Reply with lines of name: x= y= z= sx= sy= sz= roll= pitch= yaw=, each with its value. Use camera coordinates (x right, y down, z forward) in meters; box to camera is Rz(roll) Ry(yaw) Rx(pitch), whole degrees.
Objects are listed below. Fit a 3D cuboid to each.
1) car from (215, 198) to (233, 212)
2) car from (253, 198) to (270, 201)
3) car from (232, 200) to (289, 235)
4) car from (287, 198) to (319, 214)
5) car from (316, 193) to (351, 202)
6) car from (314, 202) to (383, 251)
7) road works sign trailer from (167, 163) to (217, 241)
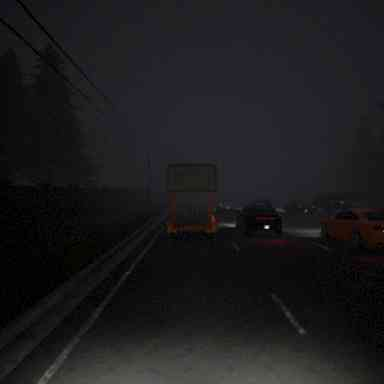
car: x=3.581 y=1.375 z=35.710 sx=1.812 sy=1.442 sz=4.674 roll=0 pitch=0 yaw=0
car: x=7.095 y=1.345 z=34.626 sx=2.128 sy=1.511 sz=4.902 roll=0 pitch=0 yaw=0
car: x=3.598 y=1.427 z=18.402 sx=1.837 sy=1.490 sz=4.892 roll=0 pitch=0 yaw=0
car: x=10.595 y=1.461 z=33.135 sx=1.895 sy=1.301 sz=4.718 roll=0 pitch=0 yaw=0
car: x=14.095 y=1.078 z=33.884 sx=2.150 sy=2.045 sz=5.566 roll=0 pitch=0 yaw=0
car: x=7.098 y=1.419 z=13.903 sx=1.882 sy=1.535 sz=5.008 roll=0 pitch=0 yaw=0
road works sign trailer: x=-0.003 y=0.396 z=16.169 sx=2.380 sy=3.560 sz=2.880 roll=0 pitch=0 yaw=0
